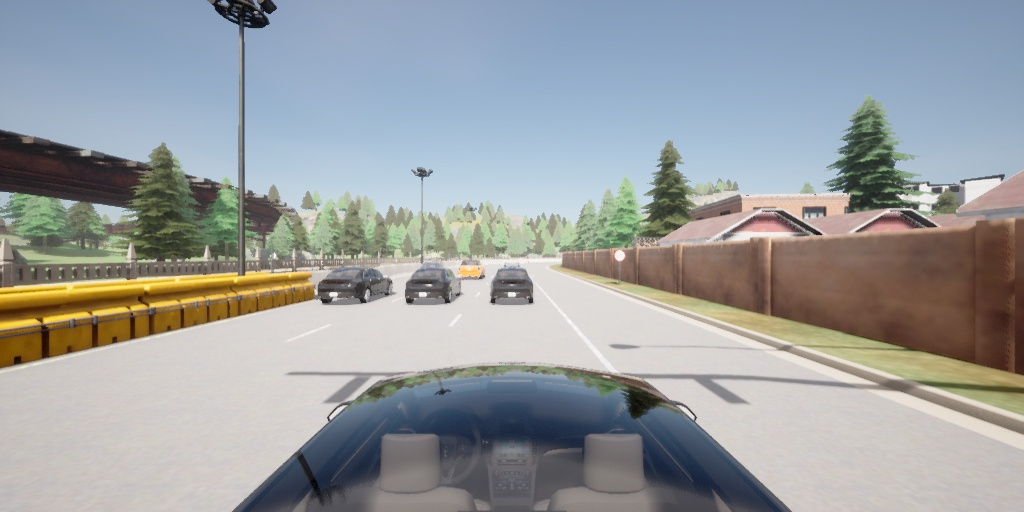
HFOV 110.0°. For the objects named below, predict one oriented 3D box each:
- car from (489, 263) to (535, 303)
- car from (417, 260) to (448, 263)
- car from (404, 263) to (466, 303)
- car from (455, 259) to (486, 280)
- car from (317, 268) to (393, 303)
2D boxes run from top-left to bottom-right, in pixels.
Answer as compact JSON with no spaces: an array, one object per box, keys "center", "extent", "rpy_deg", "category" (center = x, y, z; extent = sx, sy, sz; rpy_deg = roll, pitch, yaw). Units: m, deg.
[{"center":[0.000,1.264,16.500],"extent":[1.837,1.490,4.892],"rpy_deg":[0,0,0],"category":"car"},{"center":[-7.000,1.310,31.500],"extent":[2.033,1.411,5.357],"rpy_deg":[0,0,0],"category":"car"},{"center":[-3.500,1.263,16.500],"extent":[1.837,1.490,4.892],"rpy_deg":[0,0,0],"category":"car"},{"center":[-3.500,1.113,31.470],"extent":[2.097,1.767,4.553],"rpy_deg":[0,0,0],"category":"car"},{"center":[-7.000,1.263,16.500],"extent":[1.837,1.490,4.892],"rpy_deg":[0,0,0],"category":"car"}]
